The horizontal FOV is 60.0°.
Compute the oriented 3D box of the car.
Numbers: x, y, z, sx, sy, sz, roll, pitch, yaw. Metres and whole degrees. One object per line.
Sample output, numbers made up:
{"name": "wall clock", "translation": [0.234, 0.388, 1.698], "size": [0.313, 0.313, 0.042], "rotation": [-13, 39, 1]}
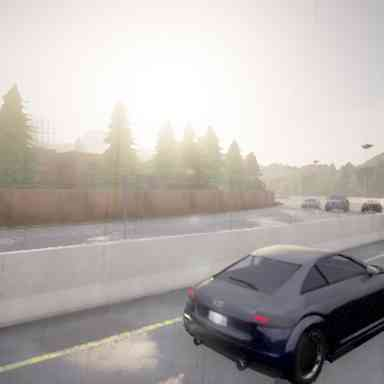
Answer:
{"name": "car", "translation": [1.902, 1.575, 5.471], "size": [4.181, 1.385, 1.994], "rotation": [0, 0, -38]}
